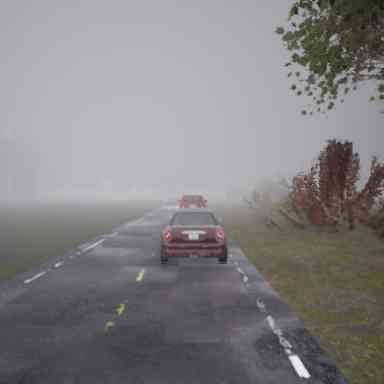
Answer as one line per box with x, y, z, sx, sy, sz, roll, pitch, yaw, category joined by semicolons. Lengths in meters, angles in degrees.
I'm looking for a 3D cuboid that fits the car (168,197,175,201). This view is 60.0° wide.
-2.818;1.499;51.739;1.994;1.385;4.181;0;0;0;car

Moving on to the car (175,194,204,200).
0.066;1.199;26.847;2.150;2.045;5.566;0;0;0;car

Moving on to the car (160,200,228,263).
0.065;1.342;12.033;2.097;1.767;4.553;0;0;0;car
